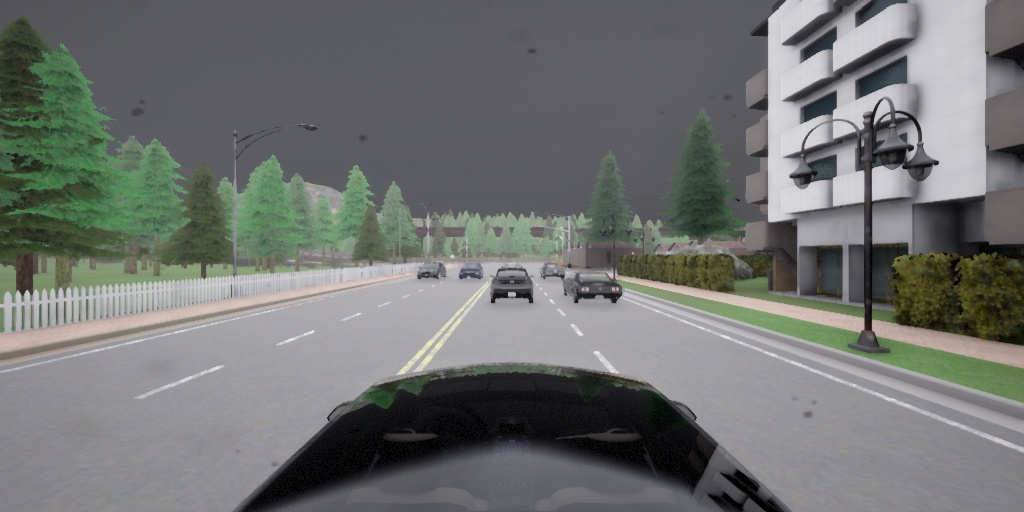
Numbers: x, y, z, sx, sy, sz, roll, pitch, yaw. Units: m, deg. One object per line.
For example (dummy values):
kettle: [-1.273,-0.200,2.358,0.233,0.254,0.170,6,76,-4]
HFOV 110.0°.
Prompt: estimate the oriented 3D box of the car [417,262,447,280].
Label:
car: [-7.000,1.308,31.630,1.837,1.490,4.892,0,0,0]

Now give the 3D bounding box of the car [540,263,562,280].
car: [3.500,1.312,31.500,2.033,1.411,5.357,0,0,0]

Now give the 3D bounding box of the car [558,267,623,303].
car: [3.500,1.364,16.530,1.895,1.301,4.718,0,0,0]

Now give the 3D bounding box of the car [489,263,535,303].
car: [0.000,1.264,16.500,1.837,1.490,4.892,0,0,0]

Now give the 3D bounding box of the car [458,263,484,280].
car: [-3.500,1.350,31.630,2.033,1.411,5.357,0,0,0]
